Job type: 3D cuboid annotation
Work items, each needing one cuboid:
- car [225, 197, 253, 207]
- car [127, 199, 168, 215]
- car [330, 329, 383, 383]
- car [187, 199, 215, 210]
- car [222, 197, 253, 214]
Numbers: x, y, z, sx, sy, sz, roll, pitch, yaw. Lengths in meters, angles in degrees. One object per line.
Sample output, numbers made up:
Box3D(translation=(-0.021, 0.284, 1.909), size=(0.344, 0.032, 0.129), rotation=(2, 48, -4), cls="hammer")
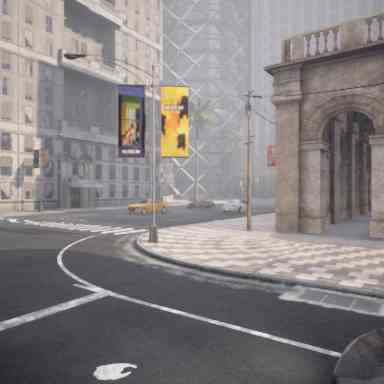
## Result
Box3D(translation=(7.287, 1.490, 51.351), size=(2.128, 1.511, 4.902), rotation=(0, 0, 36), cls="car")
Box3D(translation=(-4.555, 1.476, 34.849), size=(1.882, 1.535, 5.008), rotation=(0, 0, 35), cls="car")
Box3D(translation=(3.283, 1.505, 1.651), size=(4.892, 1.490, 1.837), rotation=(0, 0, 36), cls="car")
Box3D(translation=(1.197, 1.563, 42.927), size=(1.994, 1.385, 4.181), rotation=(0, 0, 36), cls="car")
Box3D(translation=(4.955, 1.525, 35.835), size=(1.812, 1.442, 4.674), rotation=(0, 0, 35), cls="car")
